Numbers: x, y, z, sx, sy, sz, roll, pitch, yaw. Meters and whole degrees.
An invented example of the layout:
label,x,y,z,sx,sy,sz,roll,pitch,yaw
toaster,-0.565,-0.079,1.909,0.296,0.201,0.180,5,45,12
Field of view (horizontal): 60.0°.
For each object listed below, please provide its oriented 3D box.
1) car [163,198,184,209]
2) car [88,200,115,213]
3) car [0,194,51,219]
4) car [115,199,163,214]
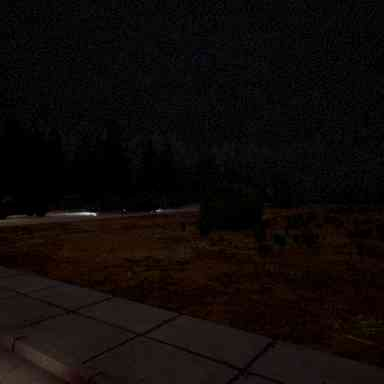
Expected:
label,x,y,z,sx,sy,sz,roll,pitch,yaw
car,-3.375,1.574,46.056,2.033,1.411,5.357,0,0,37
car,-9.573,1.591,37.673,1.994,1.385,4.181,0,0,37
car,-15.468,1.248,29.695,2.150,2.045,5.566,0,0,36
car,-5.761,1.627,36.609,1.895,1.301,4.718,0,0,36
